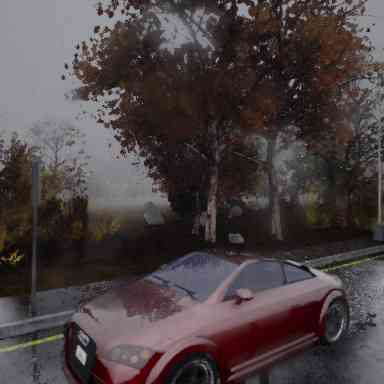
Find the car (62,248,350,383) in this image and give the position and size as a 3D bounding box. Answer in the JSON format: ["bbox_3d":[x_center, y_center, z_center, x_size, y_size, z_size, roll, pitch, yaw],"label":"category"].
[{"bbox_3d":[0.411,1.564,4.760,4.181,1.385,1.994,0,0,-37],"label":"car"}]
